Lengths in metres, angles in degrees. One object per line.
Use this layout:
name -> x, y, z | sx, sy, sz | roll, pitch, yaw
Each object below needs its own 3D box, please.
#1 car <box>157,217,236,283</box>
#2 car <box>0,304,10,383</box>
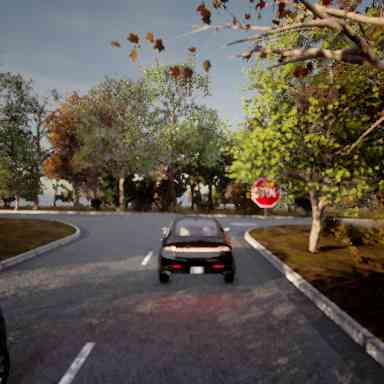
car -> 0.113, 1.456, 9.582 | 2.128, 1.511, 4.902 | 0, 0, 0
car -> -3.074, 1.350, 1.761 | 2.097, 1.767, 4.553 | 0, 0, 0
